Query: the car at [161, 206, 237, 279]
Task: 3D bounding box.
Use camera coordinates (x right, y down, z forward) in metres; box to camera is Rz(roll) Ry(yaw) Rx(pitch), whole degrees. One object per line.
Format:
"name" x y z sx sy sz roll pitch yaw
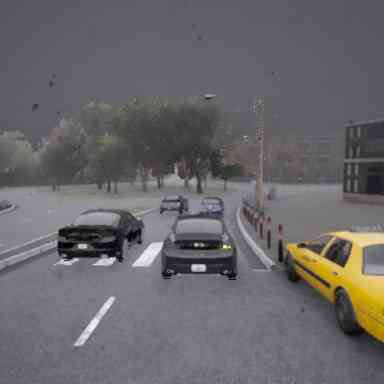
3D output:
"car" 0.226 1.383 9.651 1.837 1.490 4.892 0 1 2

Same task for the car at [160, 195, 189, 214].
"car" -1.400 0.970 27.963 2.128 1.511 4.902 1 2 8

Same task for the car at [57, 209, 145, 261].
"car" -2.938 1.324 11.735 1.882 1.535 5.008 0 1 2

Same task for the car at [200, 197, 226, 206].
"car" 1.625 1.105 26.259 2.033 1.411 5.357 1 2 8

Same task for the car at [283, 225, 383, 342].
"car" 3.226 1.395 6.485 1.946 1.575 5.366 0 1 0
